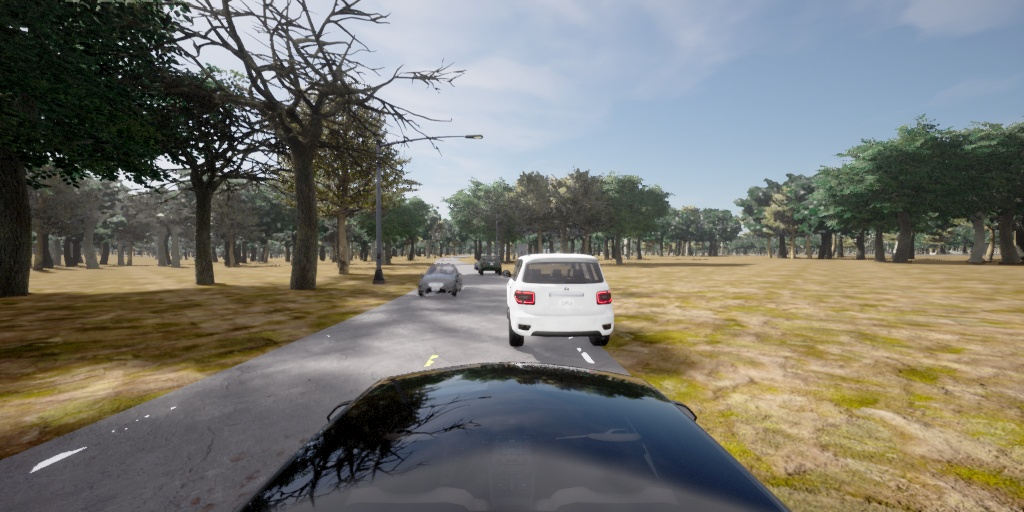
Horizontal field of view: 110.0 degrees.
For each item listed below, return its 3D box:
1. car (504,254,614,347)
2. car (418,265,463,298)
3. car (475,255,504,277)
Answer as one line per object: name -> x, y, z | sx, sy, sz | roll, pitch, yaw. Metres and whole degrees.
car -> 0.964, 0.967, 9.497 | 2.150, 2.045, 5.566 | 0, 0, -2
car -> -3.614, 1.226, 18.666 | 2.128, 1.511, 4.902 | 0, 0, -4
car -> -2.371, 0.899, 37.738 | 2.150, 2.045, 5.566 | 0, 0, -9
